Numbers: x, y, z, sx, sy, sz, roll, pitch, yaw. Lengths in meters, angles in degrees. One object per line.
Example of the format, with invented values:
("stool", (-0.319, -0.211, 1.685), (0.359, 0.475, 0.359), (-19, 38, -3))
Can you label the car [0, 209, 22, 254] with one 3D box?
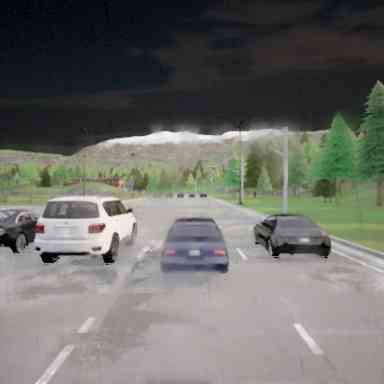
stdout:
("car", (-6.916, 1.417, 13.114), (2.128, 1.511, 4.902), (0, 0, 0))

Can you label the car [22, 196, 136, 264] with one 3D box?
("car", (-3.419, 1.155, 11.716), (2.150, 2.045, 5.566), (0, 0, 0))

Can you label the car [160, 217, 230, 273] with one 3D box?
("car", (0.078, 1.488, 10.432), (2.033, 1.411, 5.357), (0, 0, 0))

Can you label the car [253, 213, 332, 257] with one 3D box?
("car", (3.584, 1.492, 12.571), (1.994, 1.385, 4.181), (0, 0, 0))
